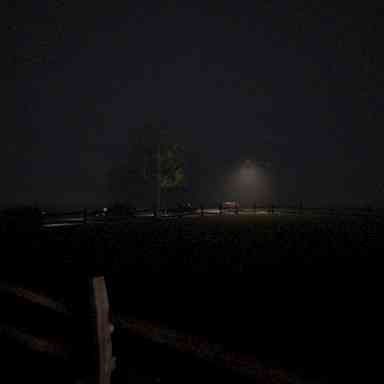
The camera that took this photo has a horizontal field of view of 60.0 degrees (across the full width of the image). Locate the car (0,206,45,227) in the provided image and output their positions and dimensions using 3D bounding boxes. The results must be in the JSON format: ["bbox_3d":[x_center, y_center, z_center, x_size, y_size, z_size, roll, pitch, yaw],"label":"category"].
[{"bbox_3d":[-12.613,1.766,23.269,1.994,1.385,4.181,0,-1,38],"label":"car"}]

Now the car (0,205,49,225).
[{"bbox_3d":[-13.920,1.784,26.401,1.994,1.385,4.181,0,-1,37],"label":"car"}]

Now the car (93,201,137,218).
[{"bbox_3d":[-7.852,1.719,34.216,2.097,1.767,4.553,0,-1,38],"label":"car"}]

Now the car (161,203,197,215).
[{"bbox_3d":[-1.519,2.065,42.371,2.033,1.411,5.357,0,-1,38],"label":"car"}]

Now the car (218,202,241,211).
[{"bbox_3d":[5.823,2.253,51.738,1.994,1.385,4.181,0,-1,38],"label":"car"}]
